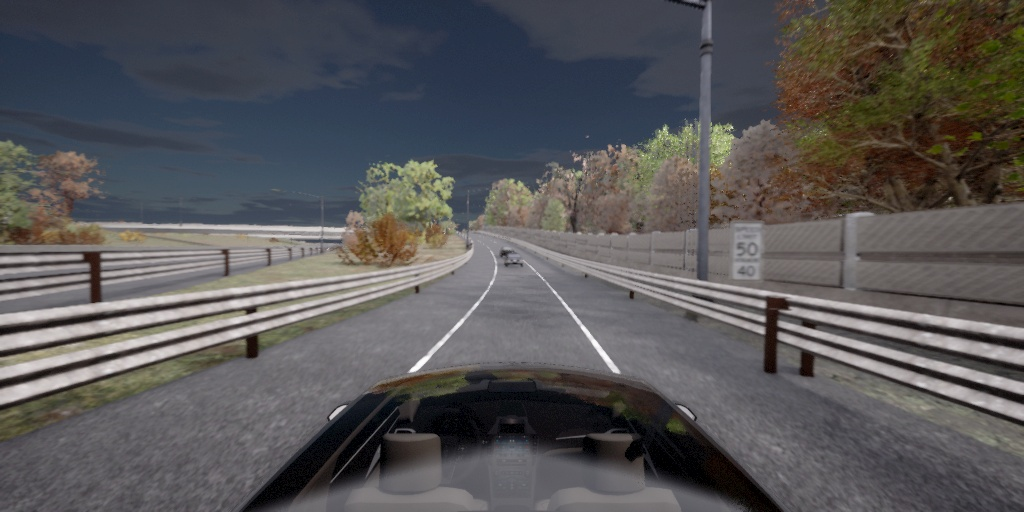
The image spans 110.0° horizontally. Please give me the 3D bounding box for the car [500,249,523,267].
[{"bbox_3d":[0.125,0.347,37.377,2.033,1.411,5.357,1,3,-3],"label":"car"}]

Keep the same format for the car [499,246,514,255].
[{"bbox_3d":[-0.747,-0.672,50.404,1.882,1.535,5.008,1,5,-5],"label":"car"}]
